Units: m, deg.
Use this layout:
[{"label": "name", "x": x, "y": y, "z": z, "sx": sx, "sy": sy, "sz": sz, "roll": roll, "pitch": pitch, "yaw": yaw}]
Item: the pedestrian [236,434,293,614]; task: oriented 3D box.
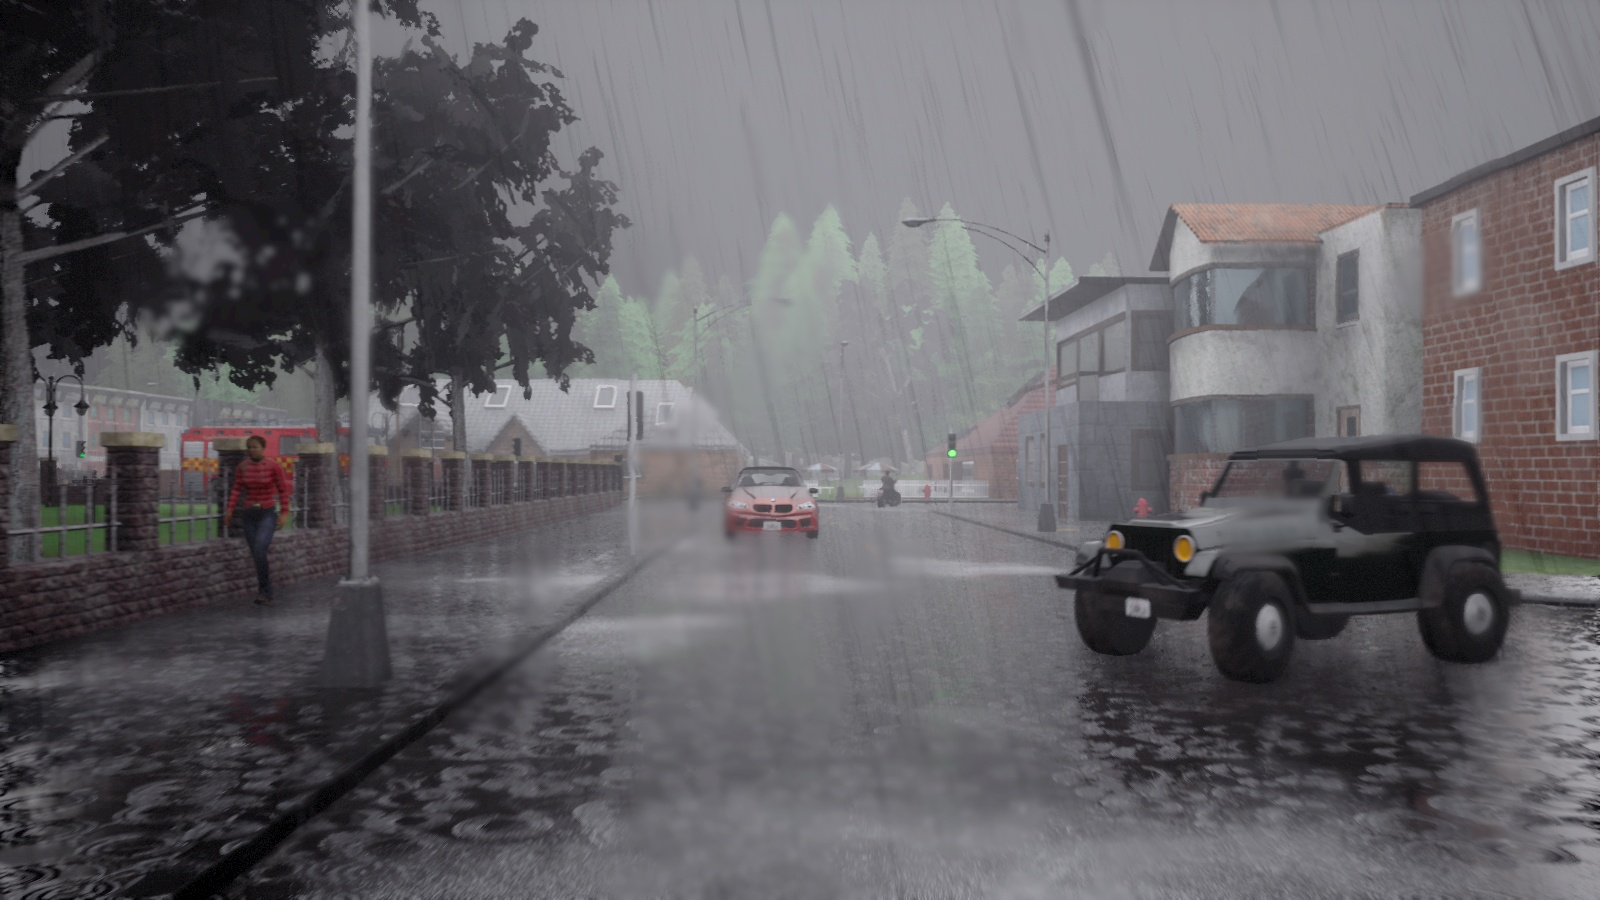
[{"label": "pedestrian", "x": -5.655, "y": 0.768, "z": 13.271, "sx": 0.331, "sy": 1.846, "sz": 0.636, "roll": 0, "pitch": -1, "yaw": -1}]

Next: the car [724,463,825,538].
[{"label": "car", "x": -0.701, "y": 1.169, "z": 30.299, "sx": 2.242, "sy": 1.667, "sz": 4.611, "roll": 0, "pitch": -1, "yaw": -4}]

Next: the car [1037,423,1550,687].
[{"label": "car", "x": 4.179, "y": 0.773, "z": 10.663, "sx": 3.866, "sy": 1.878, "sz": 1.905, "roll": 0, "pitch": -1, "yaw": -26}]

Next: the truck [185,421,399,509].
[{"label": "truck", "x": -22.805, "y": 0.687, "z": 56.736, "sx": 8.468, "sy": 3.827, "sz": 2.891, "roll": 0, "pitch": -1, "yaw": -2}]

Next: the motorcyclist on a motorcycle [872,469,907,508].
[{"label": "motorcyclist on a motorcycle", "x": 3.916, "y": 1.666, "z": 54.733, "sx": 0.766, "sy": 1.649, "sz": 2.350, "roll": 1, "pitch": 0, "yaw": 23}]
